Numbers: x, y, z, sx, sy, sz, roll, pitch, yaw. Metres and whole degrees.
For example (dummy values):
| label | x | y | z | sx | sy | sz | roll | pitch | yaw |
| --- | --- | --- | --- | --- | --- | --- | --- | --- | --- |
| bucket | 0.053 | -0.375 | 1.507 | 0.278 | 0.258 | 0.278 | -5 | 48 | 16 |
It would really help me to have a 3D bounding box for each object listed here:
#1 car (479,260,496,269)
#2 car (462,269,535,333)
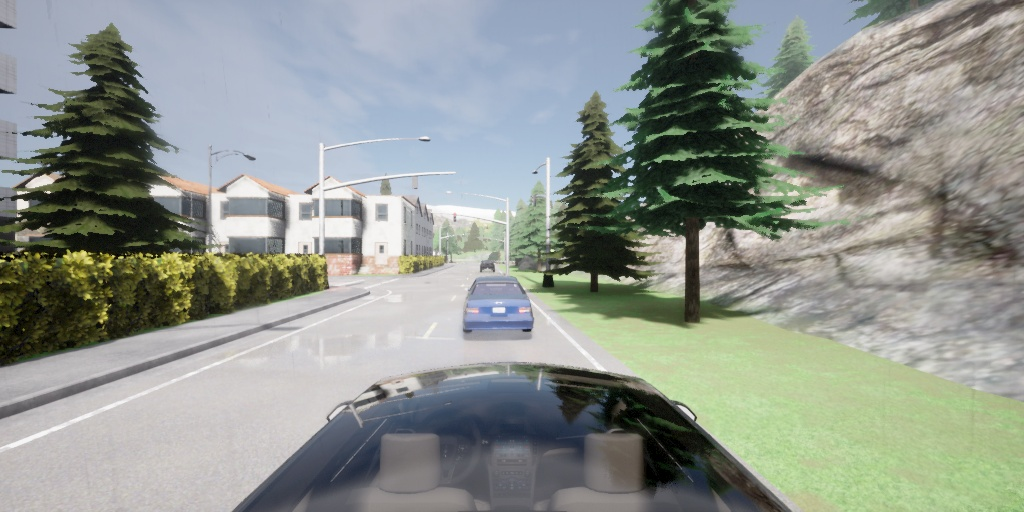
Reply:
| label | x | y | z | sx | sy | sz | roll | pitch | yaw |
| --- | --- | --- | --- | --- | --- | --- | --- | --- | --- |
| car | -3.113 | 1.255 | 45.321 | 1.837 | 1.490 | 4.892 | 0 | 0 | -4 |
| car | -0.478 | 1.297 | 10.777 | 2.033 | 1.411 | 5.357 | 0 | 0 | -4 |
